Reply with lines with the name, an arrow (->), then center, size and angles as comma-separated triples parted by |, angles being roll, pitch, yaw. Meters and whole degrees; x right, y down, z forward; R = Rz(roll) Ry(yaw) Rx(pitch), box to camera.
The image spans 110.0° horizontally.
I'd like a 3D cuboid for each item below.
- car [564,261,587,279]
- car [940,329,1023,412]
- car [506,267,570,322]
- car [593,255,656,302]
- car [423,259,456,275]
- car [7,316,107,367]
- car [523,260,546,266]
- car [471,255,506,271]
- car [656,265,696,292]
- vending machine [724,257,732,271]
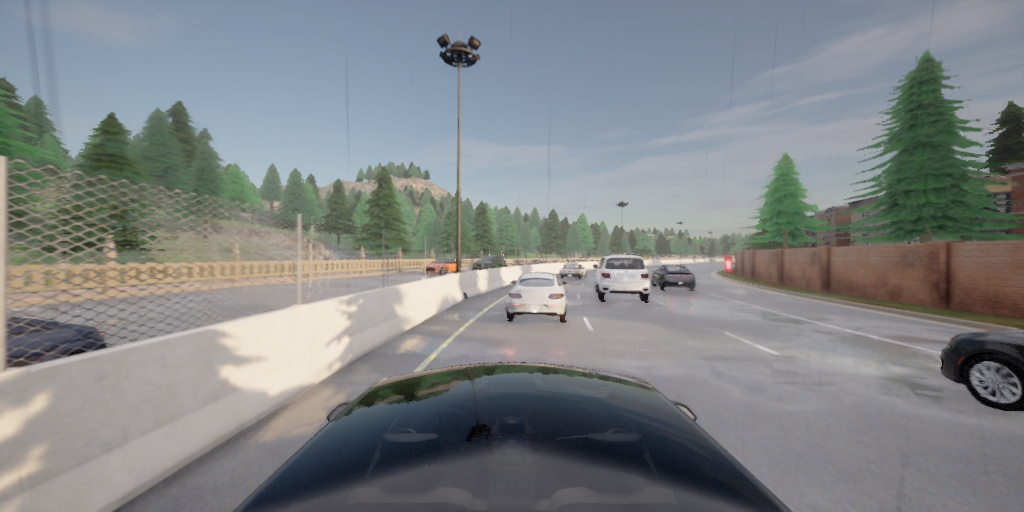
car -> 5.674, 1.373, 32.686 | 1.895, 1.301, 4.718 | 0, 0, 19
car -> 7.231, 1.287, 3.232 | 1.837, 1.490, 4.892 | 0, 0, 1
car -> 0.912, 1.279, 12.319 | 1.812, 1.442, 4.674 | 0, 0, 7
car -> 5.226, 0.993, 17.508 | 2.150, 2.045, 5.566 | 0, 0, 11
car -> -7.465, 1.066, 37.862 | 2.097, 1.767, 4.553 | 0, 0, 20
car -> -6.919, 1.283, 3.508 | 1.994, 1.385, 4.181 | 0, 0, 2
car -> 2.837, 1.250, 44.514 | 2.128, 1.511, 4.902 | 0, 0, 26
car -> -2.564, 0.955, 40.948 | 2.150, 2.045, 5.566 | 0, 0, 23
car -> 9.798, 1.283, 22.019 | 2.128, 1.511, 4.902 | 0, 0, 13
vending machine -> 27.944, 1.064, 46.326 | 1.100, 2.100, 0.880 | 0, 0, 34
